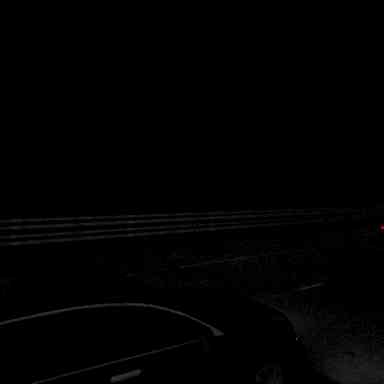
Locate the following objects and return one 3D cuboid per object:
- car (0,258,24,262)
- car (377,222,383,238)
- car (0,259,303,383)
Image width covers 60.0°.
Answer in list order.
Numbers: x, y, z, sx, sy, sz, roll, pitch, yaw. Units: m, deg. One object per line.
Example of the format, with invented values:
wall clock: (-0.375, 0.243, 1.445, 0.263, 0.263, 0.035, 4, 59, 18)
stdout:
car: (-4.538, 1.480, 4.806, 4.892, 1.490, 1.837, 0, 0, -35)
car: (10.887, 1.672, 15.798, 5.357, 1.411, 2.033, 0, 0, -35)
car: (-1.008, 1.510, 3.027, 4.892, 1.490, 1.837, 0, 0, -35)
